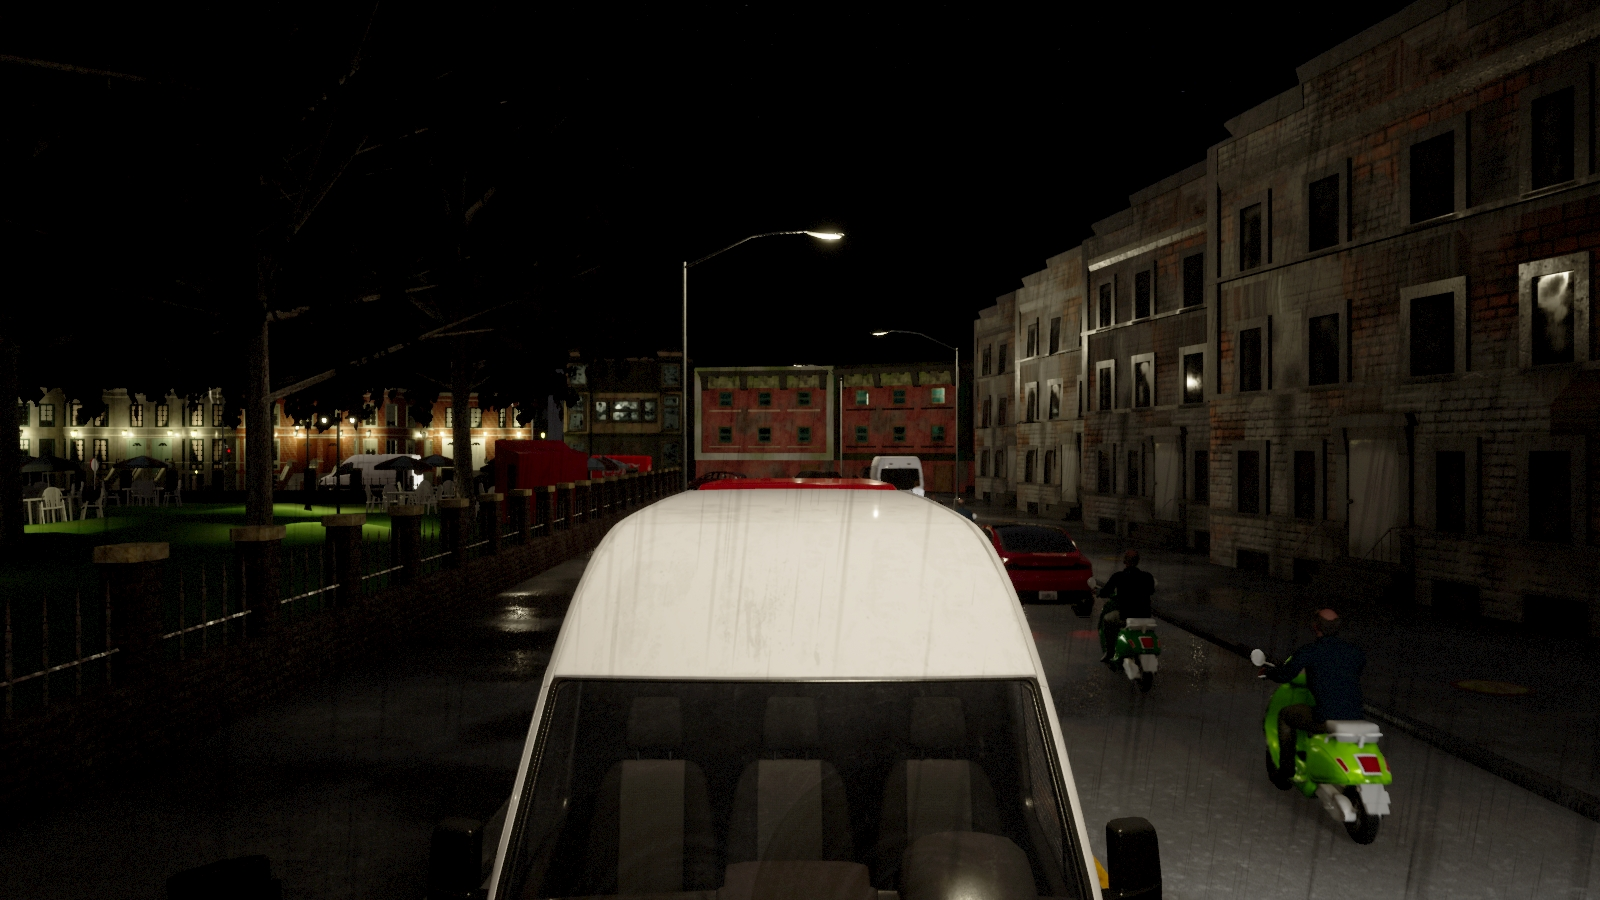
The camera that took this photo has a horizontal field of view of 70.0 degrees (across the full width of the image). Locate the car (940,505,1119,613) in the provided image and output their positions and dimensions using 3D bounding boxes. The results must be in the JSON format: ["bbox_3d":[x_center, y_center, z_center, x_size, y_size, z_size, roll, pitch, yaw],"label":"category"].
[{"bbox_3d":[3.942,1.841,20.584,2.231,1.480,4.892,0,0,0],"label":"car"}]

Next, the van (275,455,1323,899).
[{"bbox_3d":[-0.006,1.314,5.127,1.988,2.561,5.915,0,0,0],"label":"van"}]

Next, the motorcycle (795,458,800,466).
[{"bbox_3d":[-0.384,1.962,183.190,0.856,1.236,1.805,0,0,0],"label":"motorcycle"}]

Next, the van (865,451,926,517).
[{"bbox_3d":[3.852,1.314,46.924,1.988,2.561,5.915,0,0,0],"label":"van"}]
